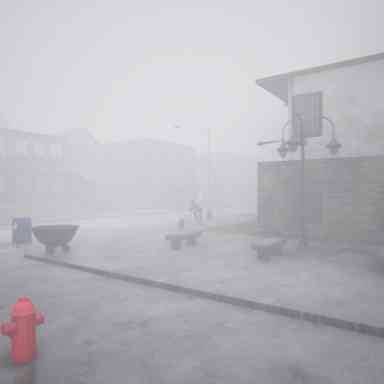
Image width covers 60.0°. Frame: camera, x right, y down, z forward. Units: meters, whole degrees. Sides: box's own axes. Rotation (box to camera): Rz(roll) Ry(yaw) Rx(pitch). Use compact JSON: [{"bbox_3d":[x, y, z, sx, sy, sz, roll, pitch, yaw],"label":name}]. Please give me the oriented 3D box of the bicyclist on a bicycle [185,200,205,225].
[{"bbox_3d":[0.171,1.339,21.705,1.656,1.620,0.582,0,0,35],"label":"bicyclist on a bicycle"}]
